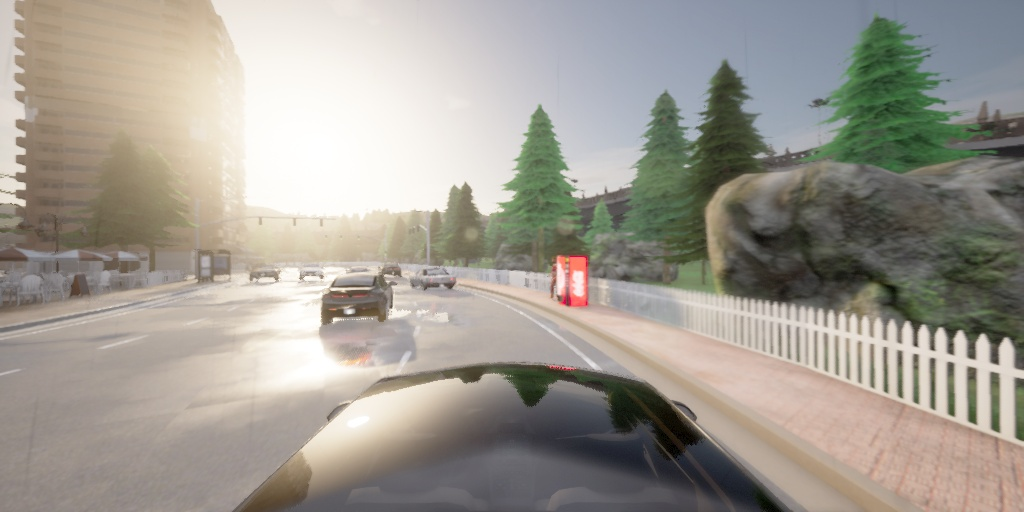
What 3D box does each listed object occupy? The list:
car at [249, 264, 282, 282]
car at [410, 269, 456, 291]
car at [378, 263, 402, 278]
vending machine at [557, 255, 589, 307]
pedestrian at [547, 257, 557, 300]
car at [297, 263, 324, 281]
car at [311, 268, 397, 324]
[{"bbox_3d":[-21.588,1.409,31.554,1.994,1.385,4.181,-1,0,-27],"label":"car"},{"bbox_3d":[-5.297,1.471,23.410,1.895,1.301,4.718,0,0,-29],"label":"car"},{"bbox_3d":[-12.769,1.470,37.443,1.837,1.490,4.892,-1,0,-26],"label":"car"},{"bbox_3d":[2.307,0.950,13.638,1.100,2.100,0.880,0,0,-15],"label":"vending machine"},{"bbox_3d":[1.815,0.905,14.943,0.375,1.860,0.375,-1,0,-16],"label":"pedestrian"},{"bbox_3d":[-18.458,1.351,33.120,1.812,1.442,4.674,-1,0,-27],"label":"car"},{"bbox_3d":[-5.224,1.336,12.505,1.837,1.490,4.892,0,0,-15],"label":"car"}]
